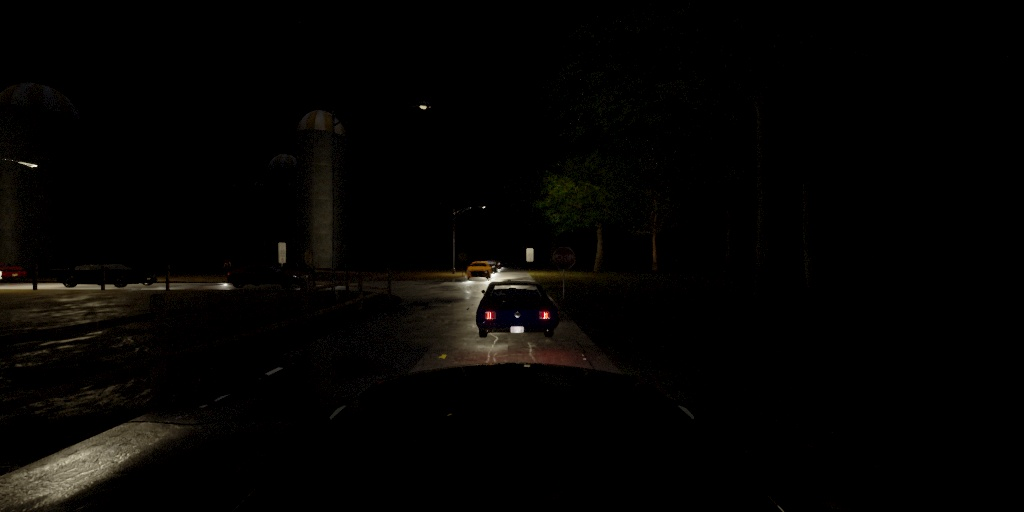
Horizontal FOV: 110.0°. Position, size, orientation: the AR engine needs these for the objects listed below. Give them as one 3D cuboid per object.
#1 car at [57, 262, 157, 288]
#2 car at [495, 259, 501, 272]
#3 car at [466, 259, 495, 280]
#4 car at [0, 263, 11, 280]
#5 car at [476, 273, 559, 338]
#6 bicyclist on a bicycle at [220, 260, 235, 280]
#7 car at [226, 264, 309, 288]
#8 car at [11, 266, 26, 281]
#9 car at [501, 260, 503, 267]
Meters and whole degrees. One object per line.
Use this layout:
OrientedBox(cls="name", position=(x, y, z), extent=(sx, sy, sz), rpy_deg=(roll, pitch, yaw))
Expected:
OrientedBox(cls="car", position=(-25.541, 1.167, 22.726), extent=(5.008, 1.535, 1.882), rpy_deg=(0, 0, 0))
OrientedBox(cls="car", position=(-2.832, 1.290, 45.173), extent=(2.128, 1.511, 4.902), rpy_deg=(0, 0, 0))
OrientedBox(cls="car", position=(-2.844, 1.234, 31.606), extent=(1.882, 1.535, 5.008), rpy_deg=(0, 0, 0))
OrientedBox(cls="car", position=(-36.095, 0.889, 22.654), extent=(5.566, 2.045, 2.150), rpy_deg=(0, 0, 0))
OrientedBox(cls="car", position=(0.060, 1.350, 10.201), extent=(1.895, 1.301, 4.718), rpy_deg=(0, 0, -2))
OrientedBox(cls="bicyclist on a bicycle", position=(-22.734, 1.135, 28.724), extent=(0.582, 1.620, 1.656), rpy_deg=(0, 0, 0))
OrientedBox(cls="car", position=(-15.495, 1.240, 22.844), extent=(4.674, 1.442, 1.812), rpy_deg=(0, 0, -2))
OrientedBox(cls="car", position=(-37.788, 1.177, 25.587), extent=(4.674, 1.442, 1.812), rpy_deg=(0, 0, 0))
OrientedBox(cls="car", position=(-2.810, 1.217, 57.645), extent=(2.097, 1.767, 4.553), rpy_deg=(0, 0, 0))
